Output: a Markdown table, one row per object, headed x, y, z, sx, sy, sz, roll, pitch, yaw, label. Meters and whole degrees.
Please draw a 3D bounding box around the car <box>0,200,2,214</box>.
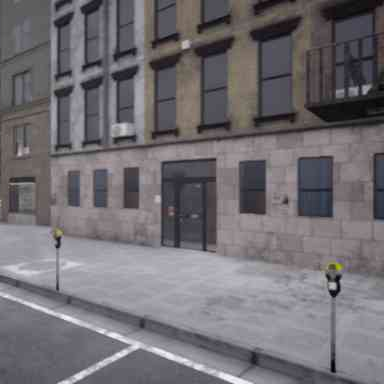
| x | y | z | sx | sy | sz | roll | pitch | yaw | label |
| --- | --- | --- | --- | --- | --- | --- | --- | --- | --- |
| -18.267 | 1.414 | 30.047 | 1.812 | 1.442 | 4.674 | 0 | 0 | 34 | car |
